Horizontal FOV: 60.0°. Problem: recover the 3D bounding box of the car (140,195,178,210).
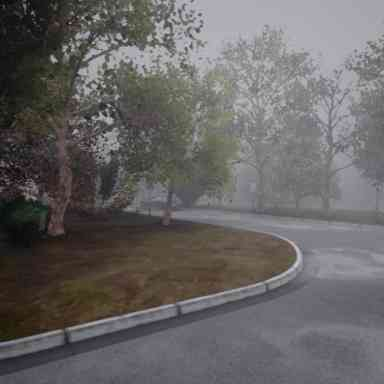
[{"bbox_3d":[-3.333,1.018,33.565,1.812,1.442,4.674,2,0,-43],"label":"car"}]
